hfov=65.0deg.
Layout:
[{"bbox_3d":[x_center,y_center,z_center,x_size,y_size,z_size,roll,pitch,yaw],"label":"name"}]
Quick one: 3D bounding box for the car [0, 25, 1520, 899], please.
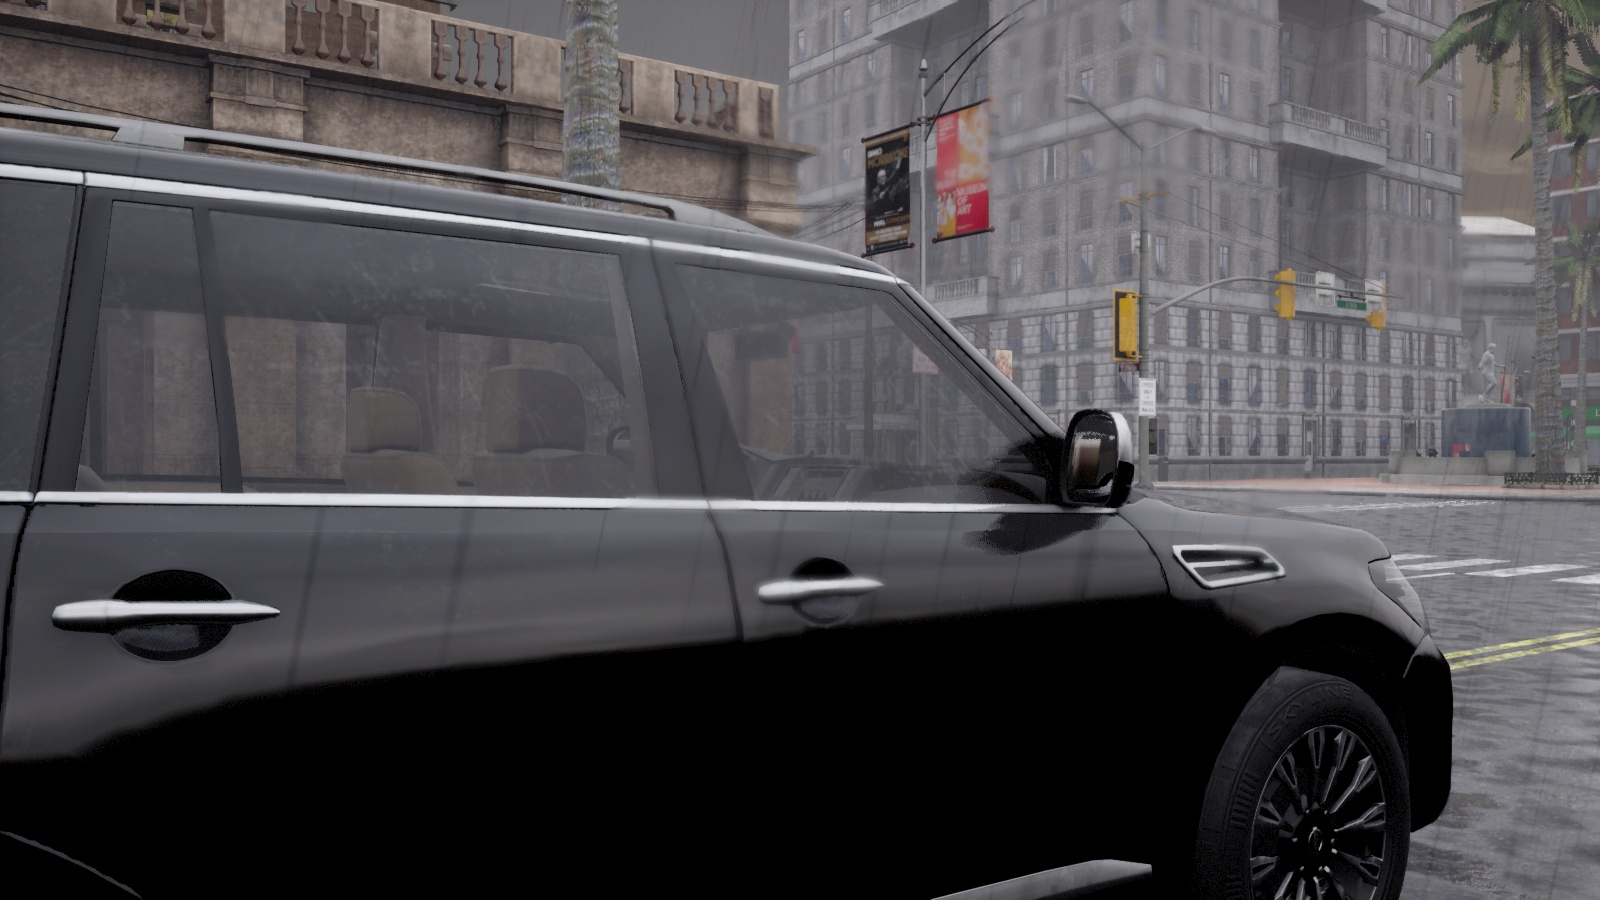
[{"bbox_3d":[-0.661,0.473,3.201,5.566,2.045,2.150,0,0,-35],"label":"car"}]
